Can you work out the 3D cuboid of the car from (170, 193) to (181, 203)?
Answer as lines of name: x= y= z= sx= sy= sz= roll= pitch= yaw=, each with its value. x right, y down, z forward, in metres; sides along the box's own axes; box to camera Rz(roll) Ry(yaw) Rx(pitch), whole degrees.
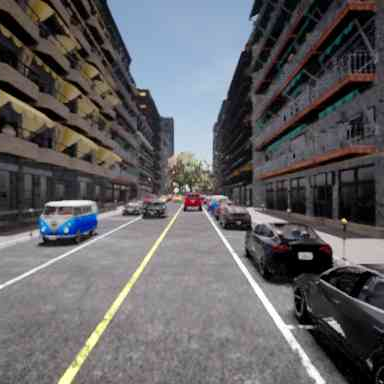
car: x=-2.987 y=1.368 z=68.973 sx=1.882 sy=1.535 sz=5.008 roll=0 pitch=0 yaw=0

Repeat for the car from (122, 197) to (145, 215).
car: x=-5.670 y=1.503 z=32.734 sx=2.008 sy=1.369 sz=4.403 roll=1 pitch=0 yaw=0

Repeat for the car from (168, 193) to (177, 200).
car: x=-5.621 y=1.182 z=95.394 sx=2.192 sy=1.841 sz=5.009 roll=1 pitch=0 yaw=0

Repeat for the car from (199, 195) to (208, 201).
car: x=2.719 y=1.434 z=78.365 sx=1.887 sy=1.381 sz=4.507 roll=1 pitch=0 yaw=0

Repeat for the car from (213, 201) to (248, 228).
car: x=2.708 y=1.519 z=21.402 sx=2.008 sy=1.369 sz=4.403 roll=1 pitch=0 yaw=0

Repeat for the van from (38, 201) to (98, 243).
van: x=-5.669 y=1.318 z=15.644 sx=1.690 sy=1.788 sz=3.998 roll=1 pitch=0 yaw=0

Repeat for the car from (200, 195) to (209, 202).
car: x=2.718 y=1.442 z=72.669 sx=1.887 sy=1.381 sz=4.507 roll=1 pitch=0 yaw=0

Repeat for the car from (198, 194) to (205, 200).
car: x=2.723 y=1.411 z=95.454 sx=1.887 sy=1.381 sz=4.507 roll=1 pitch=0 yaw=0

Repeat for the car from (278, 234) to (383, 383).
car: x=2.704 y=1.560 z=4.313 sx=1.947 sy=1.339 sz=4.313 roll=1 pitch=0 yaw=0

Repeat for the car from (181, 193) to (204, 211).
car: x=0.109 y=1.165 z=40.668 sx=2.150 sy=2.045 sz=5.566 roll=0 pitch=0 yaw=0

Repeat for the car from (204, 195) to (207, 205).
car: x=2.713 y=1.385 z=38.491 sx=1.967 sy=1.590 sz=4.097 roll=1 pitch=0 yaw=0

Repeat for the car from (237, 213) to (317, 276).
car: x=2.706 y=1.551 z=10.009 sx=1.947 sy=1.339 sz=4.313 roll=1 pitch=0 yaw=0

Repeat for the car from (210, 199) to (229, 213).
car: x=2.709 y=1.542 z=27.098 sx=1.802 sy=1.307 sz=4.206 roll=1 pitch=0 yaw=0

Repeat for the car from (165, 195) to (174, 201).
car: x=-5.627 y=1.432 z=84.001 sx=2.008 sy=1.369 sz=4.403 roll=1 pitch=0 yaw=0

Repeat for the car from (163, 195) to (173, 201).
car: x=-5.628 y=1.434 z=78.306 sx=1.887 sy=1.381 sz=4.507 roll=1 pitch=0 yaw=0

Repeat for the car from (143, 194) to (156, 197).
car: x=-5.664 y=1.251 z=44.127 sx=2.192 sy=1.841 sz=5.009 roll=1 pitch=0 yaw=0

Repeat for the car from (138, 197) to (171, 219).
car: x=-3.092 y=1.463 z=28.296 sx=1.837 sy=1.490 sz=4.892 roll=0 pitch=0 yaw=0

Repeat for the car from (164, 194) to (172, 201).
car: x=-5.637 y=1.430 z=66.742 sx=1.752 sy=1.417 sz=4.829 roll=1 pitch=0 yaw=0

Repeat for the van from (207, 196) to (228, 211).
van: x=2.714 y=1.294 z=32.795 sx=1.690 sy=1.788 sz=3.998 roll=1 pitch=0 yaw=0

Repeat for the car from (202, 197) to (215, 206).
car: x=2.714 y=1.502 z=55.580 sx=1.802 sy=1.307 sz=4.206 roll=1 pitch=0 yaw=0
